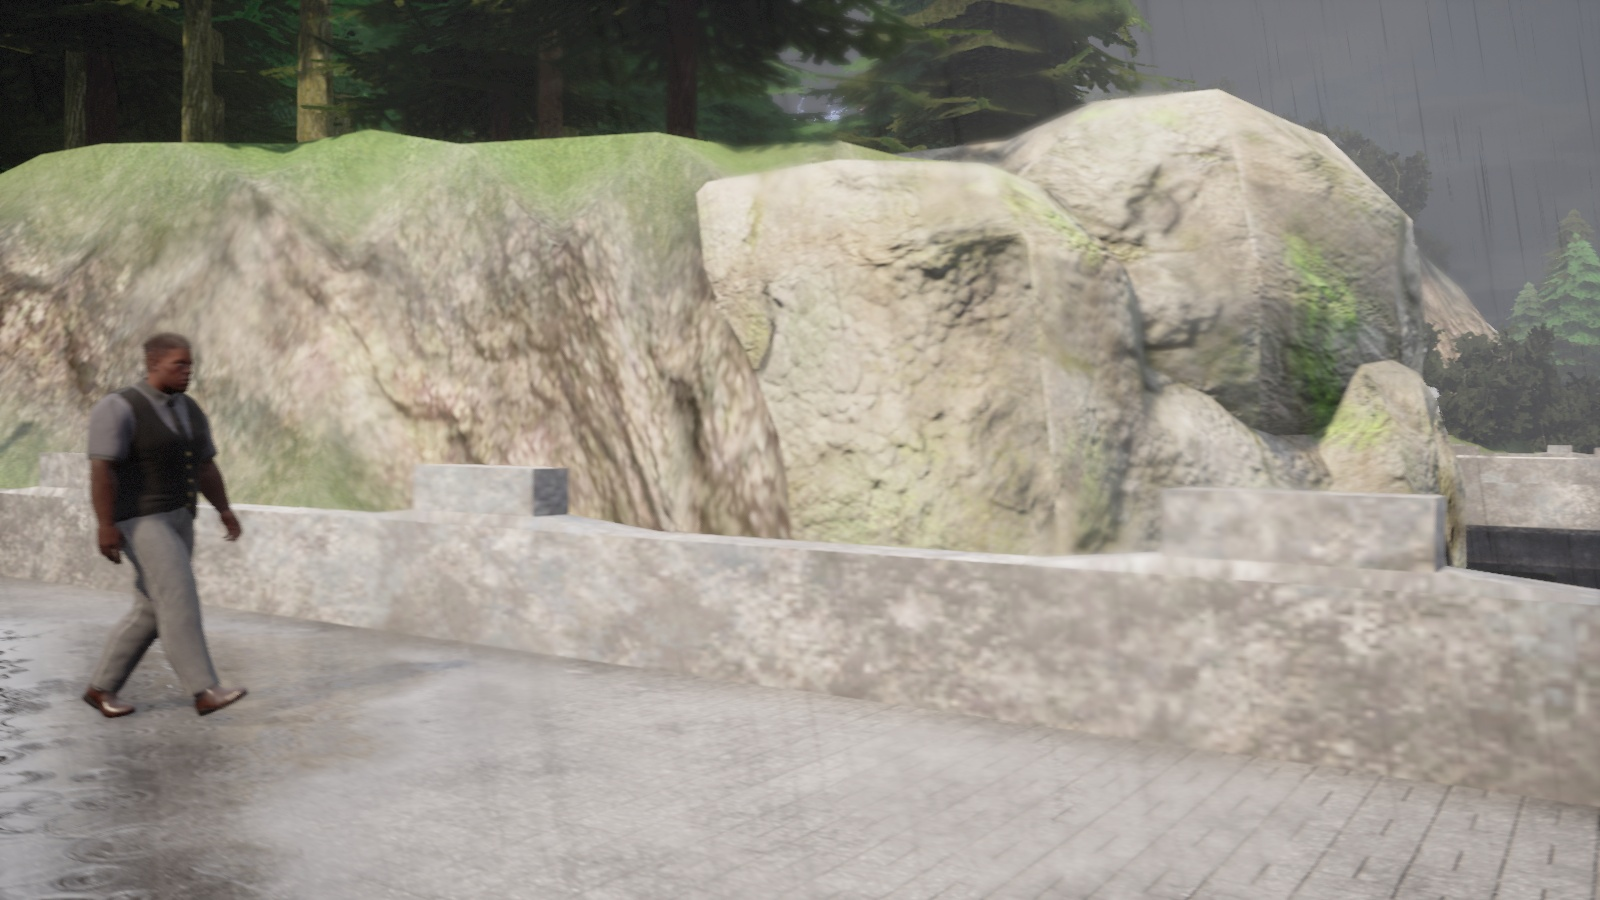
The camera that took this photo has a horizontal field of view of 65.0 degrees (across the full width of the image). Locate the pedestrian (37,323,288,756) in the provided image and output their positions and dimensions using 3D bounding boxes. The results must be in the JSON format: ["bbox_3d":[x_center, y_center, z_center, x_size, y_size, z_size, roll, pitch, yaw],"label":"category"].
[{"bbox_3d":[-2.937,0.388,5.827,0.849,1.883,0.563,0,1,13],"label":"pedestrian"}]

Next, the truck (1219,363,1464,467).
[{"bbox_3d":[21.238,-1.301,49.508,8.468,3.827,2.891,0,1,34],"label":"truck"}]
